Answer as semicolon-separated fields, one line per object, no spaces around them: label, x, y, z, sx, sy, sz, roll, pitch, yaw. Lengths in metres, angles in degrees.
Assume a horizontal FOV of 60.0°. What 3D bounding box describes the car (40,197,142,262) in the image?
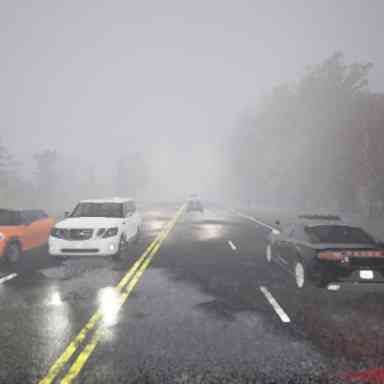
car;-3.287;1.228;12.503;2.150;2.045;5.566;0;0;0

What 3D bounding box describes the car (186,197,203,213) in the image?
car;0.281;1.564;37.039;2.033;1.411;5.357;0;0;-1

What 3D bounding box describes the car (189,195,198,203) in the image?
car;0.383;1.520;73.632;1.882;1.535;5.008;0;0;0

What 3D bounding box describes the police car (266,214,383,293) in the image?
police car;3.303;1.397;8.858;1.930;1.638;5.238;1;-1;0

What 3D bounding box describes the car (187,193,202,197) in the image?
car;0.380;1.247;54.088;2.150;2.045;5.566;0;0;0

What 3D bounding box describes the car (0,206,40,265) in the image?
car;-6.540;1.361;11.724;2.097;1.767;4.553;0;0;0
